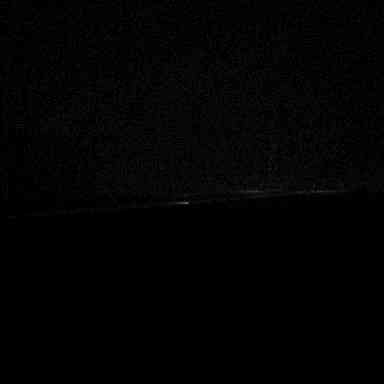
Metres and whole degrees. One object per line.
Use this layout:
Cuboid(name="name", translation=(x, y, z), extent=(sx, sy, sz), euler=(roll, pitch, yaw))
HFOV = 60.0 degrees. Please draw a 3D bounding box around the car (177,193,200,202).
Cuboid(name="car", translation=(-0.496, 0.854, 53.983), extent=(1.812, 1.442, 4.674), euler=(-1, 1, 36))
